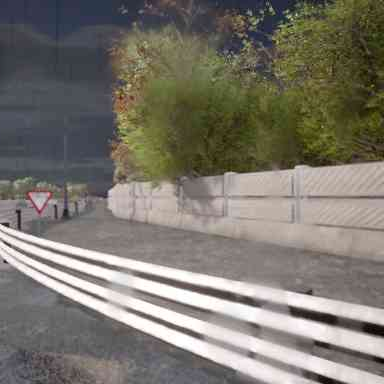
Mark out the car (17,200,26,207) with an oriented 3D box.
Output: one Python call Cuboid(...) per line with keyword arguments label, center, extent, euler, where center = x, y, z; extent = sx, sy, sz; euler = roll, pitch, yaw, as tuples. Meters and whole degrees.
Cuboid(label="car", center=(-36.907, 2.410, 71.969), extent=(2.033, 1.411, 5.357), euler=(0, -1, -28))
